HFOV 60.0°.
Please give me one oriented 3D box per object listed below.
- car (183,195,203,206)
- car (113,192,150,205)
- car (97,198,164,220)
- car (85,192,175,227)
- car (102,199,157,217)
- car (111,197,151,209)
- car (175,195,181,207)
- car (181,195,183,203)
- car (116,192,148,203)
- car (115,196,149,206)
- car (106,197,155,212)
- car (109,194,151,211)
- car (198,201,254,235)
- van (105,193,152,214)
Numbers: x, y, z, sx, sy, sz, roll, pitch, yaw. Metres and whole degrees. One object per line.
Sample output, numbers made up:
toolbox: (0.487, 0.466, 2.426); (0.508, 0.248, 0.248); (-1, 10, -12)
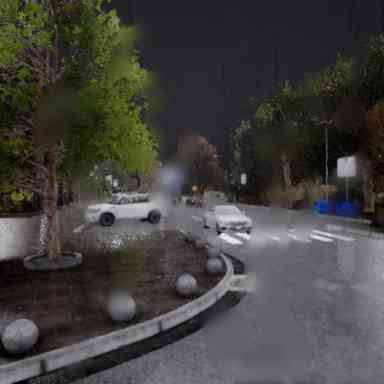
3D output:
car: (0.275, 1.393, 51.243); (1.895, 1.301, 4.718); (0, 0, -10)
car: (-10.028, 1.077, 55.470); (5.566, 2.045, 2.435); (-1, 0, -30)
car: (-5.270, 1.391, 28.913); (5.366, 1.575, 1.946); (-1, 0, -30)
car: (-4.408, 1.165, 22.878); (5.566, 2.045, 2.435); (-1, 1, -30)
car: (-5.956, 1.429, 31.780); (4.674, 1.452, 2.002); (-1, 0, -30)
car: (-8.009, 1.395, 43.617); (4.674, 1.452, 2.002); (-1, 0, -30)
car: (-3.299, 1.374, 47.689); (2.033, 1.411, 5.357); (0, 0, -9)
car: (-1.457, 1.268, 60.872); (2.128, 1.511, 4.902); (0, 0, -10)
car: (-11.567, 1.066, 64.354); (5.566, 2.045, 2.435); (-2, 0, -30)
car: (-9.515, 1.363, 52.514); (4.792, 1.488, 2.163); (-1, 0, -30)
car: (-6.975, 1.372, 37.695); (5.008, 1.535, 2.097); (-1, 1, -30)
car: (-7.530, 1.238, 40.646); (4.553, 1.767, 2.185); (-1, 0, -30)
car: (1.827, 1.438, 18.309); (1.812, 1.442, 4.674); (0, 0, -11)
van: (-6.571, 1.157, 34.674); (4.442, 1.987, 1.878); (-1, 1, -30)
